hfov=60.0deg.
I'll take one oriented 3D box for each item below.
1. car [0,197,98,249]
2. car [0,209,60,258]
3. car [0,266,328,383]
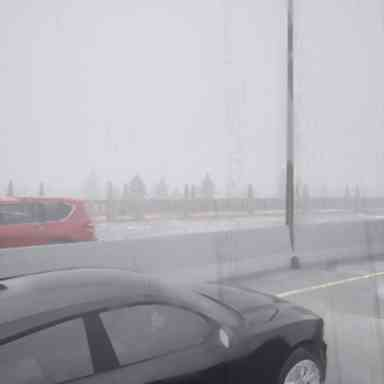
[{"bbox_3d":[-5.314,1.175,8.667,5.566,2.045,2.150,0,0,-35],"label":"car"},{"bbox_3d":[-7.347,1.444,11.465,4.892,1.490,1.837,0,0,-35],"label":"car"},{"bbox_3d":[-0.808,1.462,3.007,5.008,1.535,1.882,0,0,-35],"label":"car"}]
